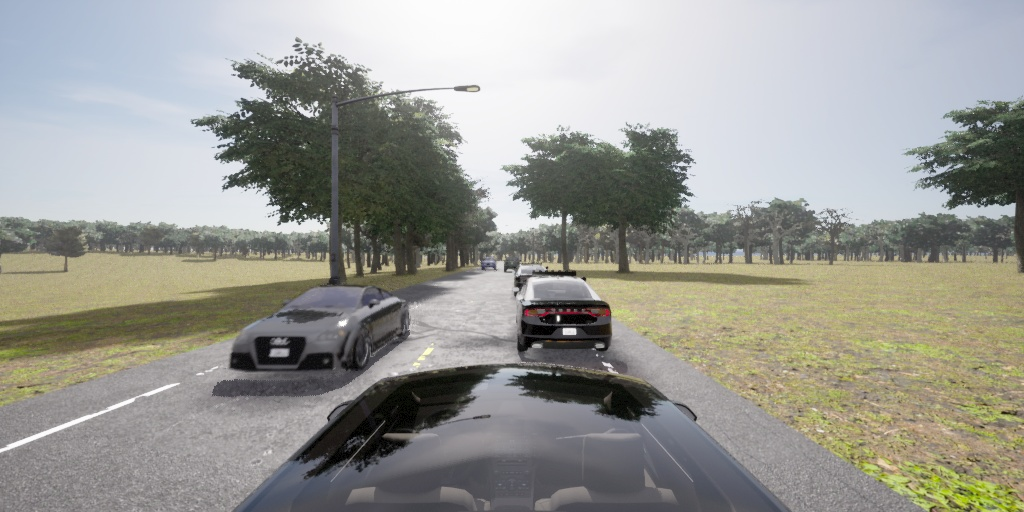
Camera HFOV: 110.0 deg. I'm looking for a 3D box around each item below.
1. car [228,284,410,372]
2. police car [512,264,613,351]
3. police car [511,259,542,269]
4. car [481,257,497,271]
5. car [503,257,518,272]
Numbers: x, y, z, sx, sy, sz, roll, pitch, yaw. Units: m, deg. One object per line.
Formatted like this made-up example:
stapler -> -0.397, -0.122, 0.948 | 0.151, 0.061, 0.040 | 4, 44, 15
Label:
car -> -3.602, 1.312, 7.551 | 1.994, 1.385, 4.181 | 0, 0, 0
police car -> 1.047, 1.173, 9.117 | 1.930, 1.638, 5.238 | 0, 0, 0
police car -> 1.043, 1.172, 19.119 | 1.930, 1.638, 5.238 | 0, 0, 0
car -> -3.521, 1.162, 55.030 | 2.150, 2.045, 5.566 | 0, 0, 0
car -> 0.014, 1.105, 48.479 | 2.150, 2.045, 5.566 | 0, -1, 0
